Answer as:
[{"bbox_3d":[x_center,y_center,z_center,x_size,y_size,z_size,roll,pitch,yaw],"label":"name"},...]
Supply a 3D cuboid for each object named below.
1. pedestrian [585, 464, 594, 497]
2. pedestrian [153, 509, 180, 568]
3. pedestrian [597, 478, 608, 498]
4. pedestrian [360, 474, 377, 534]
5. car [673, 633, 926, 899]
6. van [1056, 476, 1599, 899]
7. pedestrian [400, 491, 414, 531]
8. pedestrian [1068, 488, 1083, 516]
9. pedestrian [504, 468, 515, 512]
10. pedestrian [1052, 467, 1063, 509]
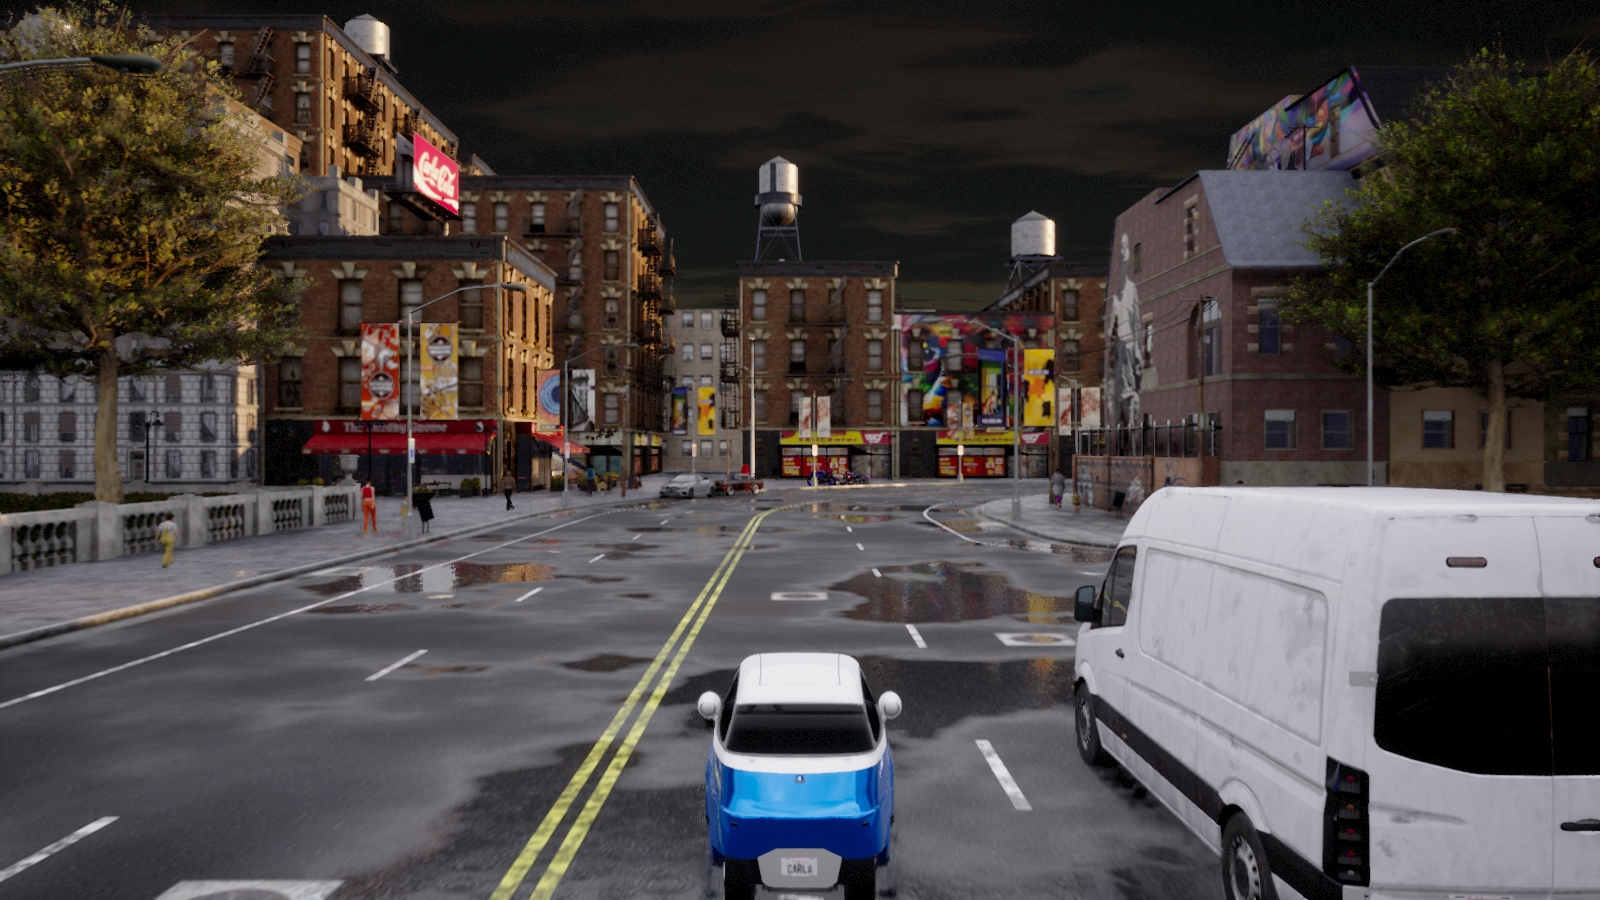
[{"bbox_3d":[-11.779,1.696,63.999,0.375,1.860,0.375,0,0,8],"label":"pedestrian"},{"bbox_3d":[-14.218,1.976,25.650,0.375,1.300,0.375,0,0,5],"label":"pedestrian"},{"bbox_3d":[-10.855,2.076,62.819,0.500,1.100,0.500,0,0,6],"label":"pedestrian"},{"bbox_3d":[-13.528,1.697,35.834,0.375,1.860,0.375,0,0,2],"label":"pedestrian"},{"bbox_3d":[-0.002,2.120,7.795,1.481,1.376,2.207,0,0,0],"label":"car"},{"bbox_3d":[3.510,1.534,8.252,1.988,2.561,5.915,0,0,0],"label":"van"},{"bbox_3d":[-12.797,1.977,37.171,0.375,1.300,0.375,0,0,-9],"label":"pedestrian"},{"bbox_3d":[11.051,2.076,45.794,0.500,1.100,0.500,0,0,3],"label":"pedestrian"},{"bbox_3d":[-12.403,1.696,48.818,0.375,1.860,0.375,0,0,3],"label":"pedestrian"},{"bbox_3d":[11.505,1.696,51.047,0.375,1.860,0.375,0,0,1],"label":"pedestrian"}]
